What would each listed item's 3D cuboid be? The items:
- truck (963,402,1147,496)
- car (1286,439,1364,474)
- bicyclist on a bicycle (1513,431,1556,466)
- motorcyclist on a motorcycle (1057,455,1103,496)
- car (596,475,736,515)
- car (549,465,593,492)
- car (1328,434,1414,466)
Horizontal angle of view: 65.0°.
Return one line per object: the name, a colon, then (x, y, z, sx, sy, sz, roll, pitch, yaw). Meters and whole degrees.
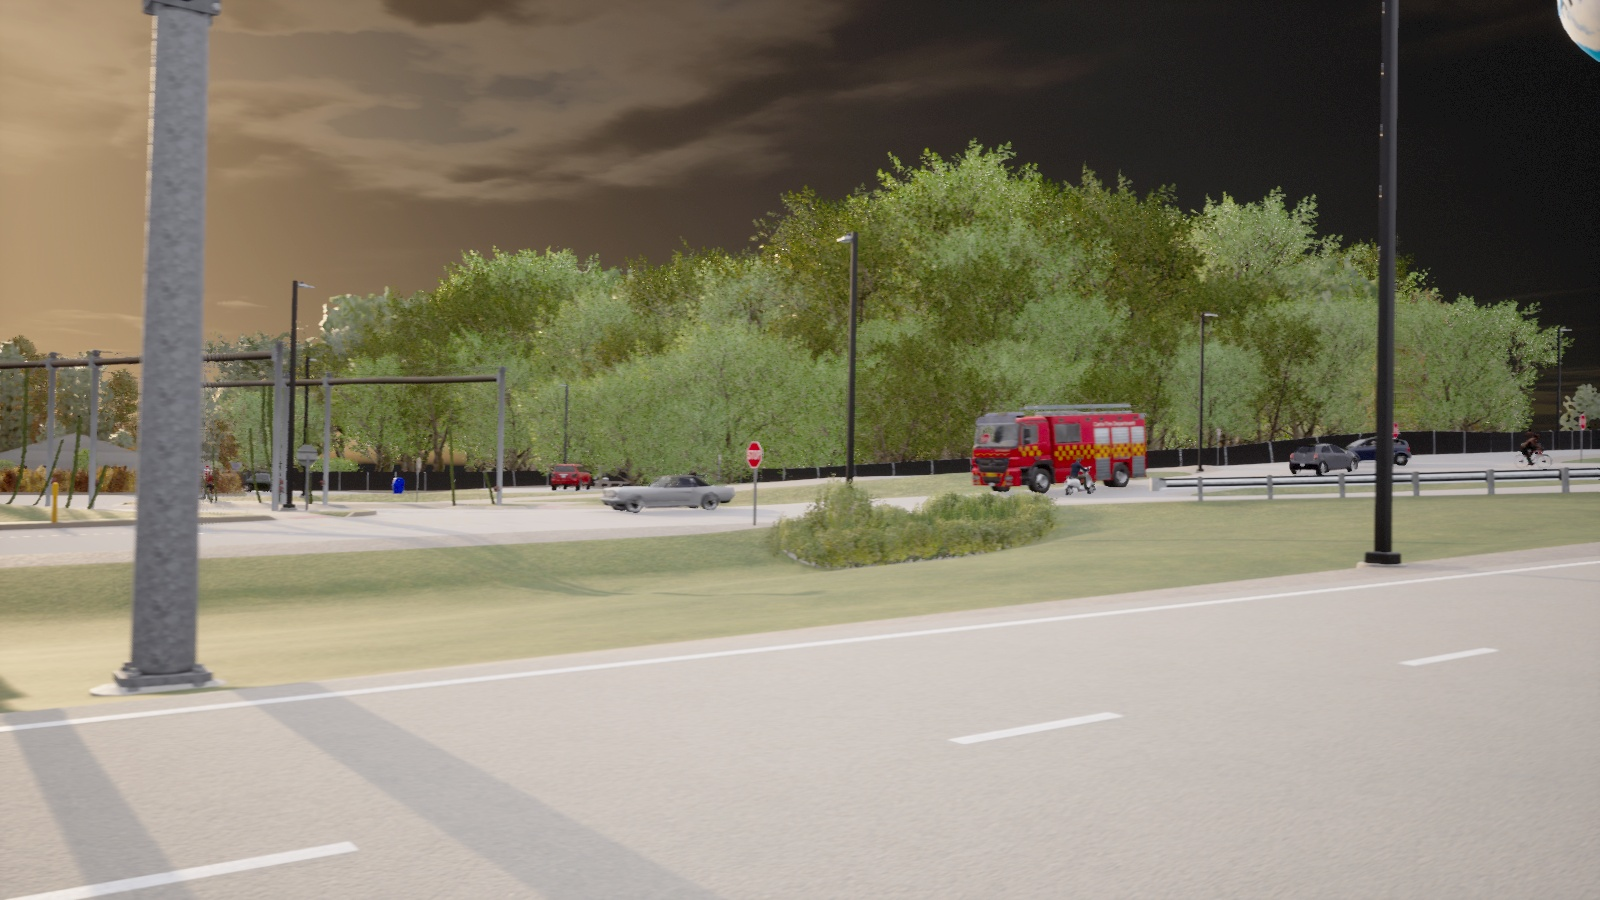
truck: (11.593, -0.139, 56.602, 8.468, 3.827, 2.891, -3, 1, -34)
car: (25.960, 0.323, 62.075, 3.633, 1.501, 1.845, -4, 2, -34)
bicyclist on a bicycle: (34.757, -0.066, 59.426, 0.582, 1.620, 1.656, -4, 2, -43)
motorcyclist on a motorcycle: (11.696, 1.050, 52.437, 1.817, 1.590, 0.866, -2, 1, -34)
car: (-4.906, 1.623, 46.117, 4.718, 1.301, 1.895, -1, 0, -26)
car: (-17.705, 2.175, 97.254, 2.150, 2.045, 5.566, 0, 0, 3)
car: (30.295, -0.020, 66.691, 3.705, 1.549, 1.789, -2, 1, 4)
